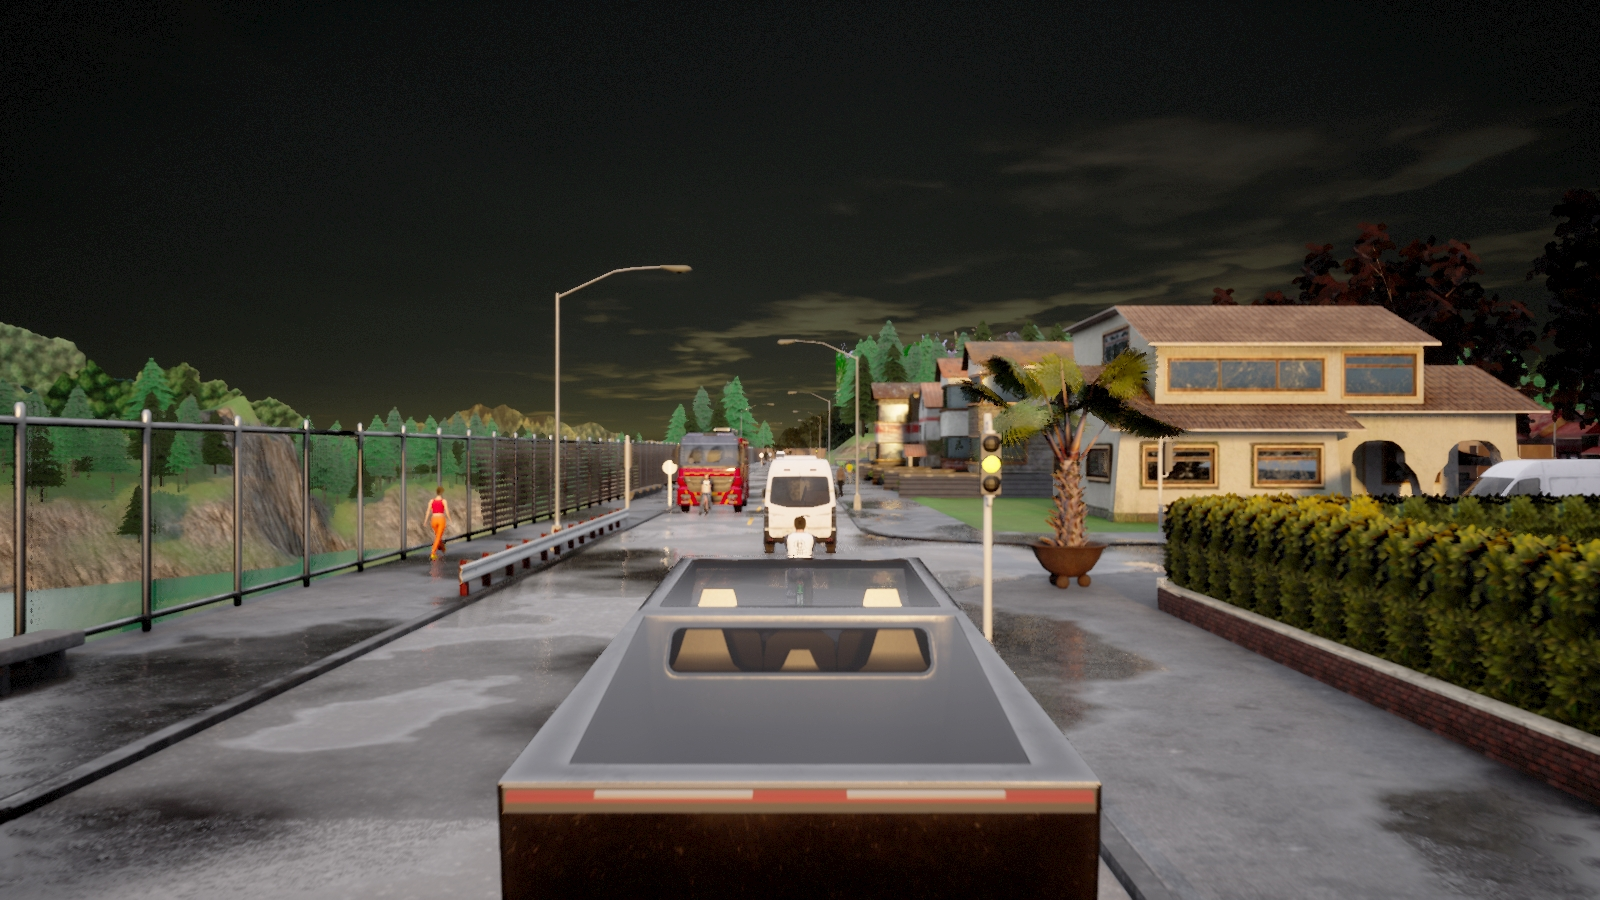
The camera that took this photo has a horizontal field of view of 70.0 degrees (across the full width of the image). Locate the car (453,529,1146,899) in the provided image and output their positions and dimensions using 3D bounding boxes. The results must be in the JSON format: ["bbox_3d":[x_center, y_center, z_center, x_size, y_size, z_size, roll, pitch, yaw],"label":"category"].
[{"bbox_3d":[0.000,1.753,7.077,2.390,2.098,6.274,0,0,0],"label":"car"}]

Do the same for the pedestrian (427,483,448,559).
[{"bbox_3d":[-8.931,1.744,28.156,0.375,1.860,0.375,0,0,2],"label":"pedestrian"}]

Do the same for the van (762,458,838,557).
[{"bbox_3d":[0.006,1.533,33.027,1.988,2.561,5.915,0,0,0],"label":"van"}]

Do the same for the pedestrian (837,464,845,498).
[{"bbox_3d":[2.304,1.724,63.845,0.375,1.860,0.375,0,0,11],"label":"pedestrian"}]

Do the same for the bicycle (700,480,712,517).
[{"bbox_3d":[-3.992,2.055,48.599,0.373,1.496,1.643,0,0,0],"label":"bicycle"}]

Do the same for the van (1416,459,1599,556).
[{"bbox_3d":[20.336,1.534,31.230,5.915,2.561,1.988,0,0,0],"label":"van"}]

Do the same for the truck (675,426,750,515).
[{"bbox_3d":[-3.993,0.890,53.887,2.891,3.827,8.468,0,0,0],"label":"truck"}]
